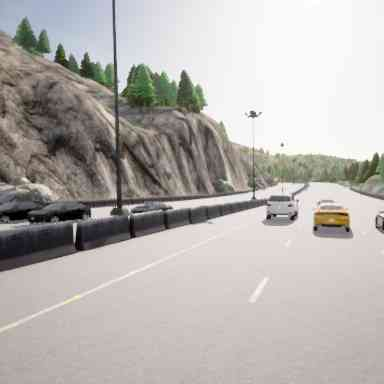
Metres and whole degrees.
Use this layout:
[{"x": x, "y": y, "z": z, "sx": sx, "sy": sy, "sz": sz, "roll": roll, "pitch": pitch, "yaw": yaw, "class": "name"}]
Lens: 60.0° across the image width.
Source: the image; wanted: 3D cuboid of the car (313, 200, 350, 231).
[{"x": 8.473, "y": 1.438, "z": 20.327, "sx": 1.882, "sy": 1.535, "sz": 5.008, "roll": 0, "pitch": -1, "yaw": 21, "class": "car"}]

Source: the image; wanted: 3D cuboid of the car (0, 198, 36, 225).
[{"x": -12.810, "y": 1.424, "z": 24.088, "sx": 1.882, "sy": 1.535, "sz": 5.008, "roll": 0, "pitch": 0, "yaw": 21, "class": "car"}]

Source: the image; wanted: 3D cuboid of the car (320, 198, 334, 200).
[{"x": 13.883, "y": 1.436, "z": 34.233, "sx": 1.837, "sy": 1.490, "sz": 4.892, "roll": 0, "pitch": 0, "yaw": 21, "class": "car"}]

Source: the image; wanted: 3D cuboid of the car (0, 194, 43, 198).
[{"x": -15.006, "y": 1.159, "z": 28.098, "sx": 2.150, "sy": 2.045, "sz": 5.566, "roll": 0, "pitch": 0, "yaw": 21, "class": "car"}]

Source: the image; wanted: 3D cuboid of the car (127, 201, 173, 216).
[{"x": -3.453, "y": 1.486, "z": 28.831, "sx": 2.033, "sy": 1.411, "sz": 5.357, "roll": 0, "pitch": 0, "yaw": 21, "class": "car"}]

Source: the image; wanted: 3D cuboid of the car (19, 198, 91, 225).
[{"x": -9.261, "y": 1.426, "z": 23.559, "sx": 1.882, "sy": 1.535, "sz": 5.008, "roll": 0, "pitch": 0, "yaw": 21, "class": "car"}]

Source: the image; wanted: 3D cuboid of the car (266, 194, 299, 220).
[{"x": 7.584, "y": 1.168, "z": 27.697, "sx": 2.150, "sy": 2.045, "sz": 5.566, "roll": 0, "pitch": 0, "yaw": 21, "class": "car"}]

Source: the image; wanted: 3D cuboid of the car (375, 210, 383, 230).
[{"x": 11.495, "y": 1.528, "z": 18.442, "sx": 1.994, "sy": 1.385, "sz": 4.181, "roll": 0, "pitch": 0, "yaw": 21, "class": "car"}]
